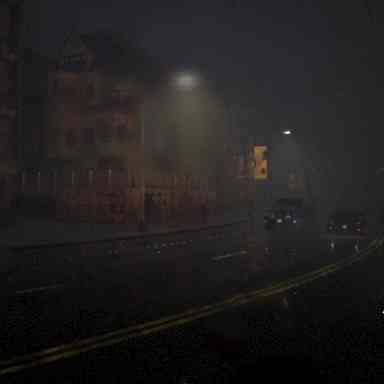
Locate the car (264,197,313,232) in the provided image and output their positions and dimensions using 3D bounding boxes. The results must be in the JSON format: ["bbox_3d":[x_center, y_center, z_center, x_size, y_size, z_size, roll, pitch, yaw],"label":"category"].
[{"bbox_3d":[6.540,1.387,22.055,2.150,2.045,5.566,0,-1,30],"label":"car"}]

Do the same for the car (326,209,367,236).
[{"bbox_3d":[9.449,1.756,20.135,1.994,1.385,4.181,0,0,30],"label":"car"}]

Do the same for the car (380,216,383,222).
[{"bbox_3d":[8.799,1.688,12.827,2.033,1.411,5.357,0,0,37],"label":"car"}]

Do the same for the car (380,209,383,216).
[{"bbox_3d":[16.383,1.844,26.592,1.994,1.385,4.181,0,0,23],"label":"car"}]
